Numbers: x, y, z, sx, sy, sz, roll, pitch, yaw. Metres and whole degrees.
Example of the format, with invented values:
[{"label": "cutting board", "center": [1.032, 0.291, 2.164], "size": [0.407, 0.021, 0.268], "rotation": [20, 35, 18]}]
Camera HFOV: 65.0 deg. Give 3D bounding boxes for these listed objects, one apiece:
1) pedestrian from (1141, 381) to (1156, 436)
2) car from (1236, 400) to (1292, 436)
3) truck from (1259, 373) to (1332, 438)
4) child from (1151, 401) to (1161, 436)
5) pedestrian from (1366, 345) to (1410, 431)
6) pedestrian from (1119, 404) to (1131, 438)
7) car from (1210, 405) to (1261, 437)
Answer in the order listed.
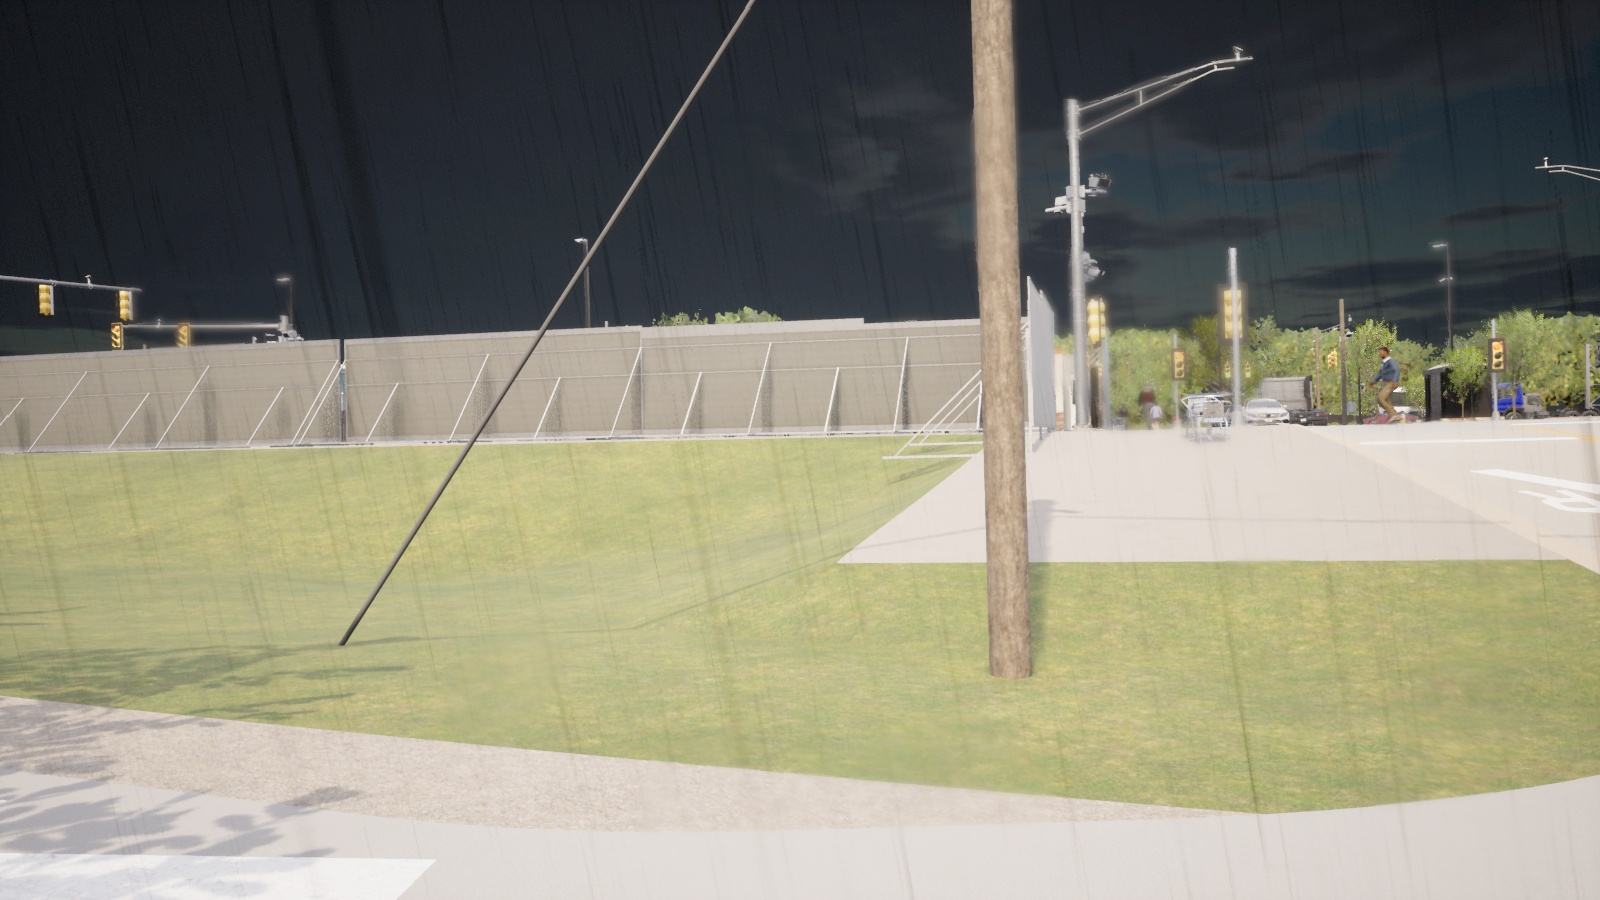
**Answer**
[{"label": "pedestrian", "center": [11.915, -1.422, 42.897], "size": [0.376, 1.854, 0.720], "rotation": [-1, 0, 9]}, {"label": "car", "center": [20.682, -1.397, 56.102], "size": [1.812, 1.442, 4.674], "rotation": [-1, 0, 14]}, {"label": "truck", "center": [29.014, -2.507, 73.859], "size": [2.891, 3.462, 7.936], "rotation": [-1, 0, 14]}, {"label": "child", "center": [11.602, -1.031, 40.927], "size": [0.255, 1.110, 0.394], "rotation": [-1, 0, 10]}, {"label": "pedestrian", "center": [13.443, -1.409, 28.721], "size": [0.788, 1.949, 0.423], "rotation": [-1, 0, 5]}, {"label": "pedestrian", "center": [18.256, -1.611, 70.542], "size": [0.563, 1.883, 0.849], "rotation": [-1, 0, 15]}, {"label": "car", "center": [24.160, -1.585, 69.835], "size": [2.242, 1.667, 4.611], "rotation": [-1, 0, 14]}]
